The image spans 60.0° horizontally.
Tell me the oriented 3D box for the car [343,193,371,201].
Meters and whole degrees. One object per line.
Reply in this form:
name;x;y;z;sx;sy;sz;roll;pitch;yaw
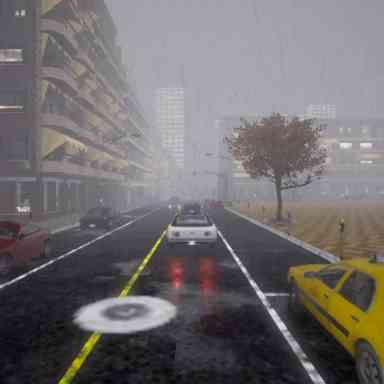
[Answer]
car;32.466;1.081;66.249;4.403;1.369;2.008;-1;1;-1

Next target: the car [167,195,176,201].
car;-5.697;1.615;92.293;2.008;1.369;4.403;0;0;0

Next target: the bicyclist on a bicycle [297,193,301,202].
bicyclist on a bicycle;20.244;1.045;63.138;0.582;1.620;1.656;-1;0;-1

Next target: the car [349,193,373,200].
car;37.918;0.948;74.706;4.313;1.339;1.947;-1;1;-1

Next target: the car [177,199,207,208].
car;0.000;1.574;29.652;1.994;1.385;4.181;0;0;0

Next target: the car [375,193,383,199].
car;43.486;0.846;74.785;4.403;1.369;2.008;-1;1;-1

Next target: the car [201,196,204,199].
car;2.683;1.558;48.816;1.887;1.381;4.507;0;0;0

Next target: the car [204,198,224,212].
car;2.683;1.550;37.764;1.887;1.381;4.507;0;0;0

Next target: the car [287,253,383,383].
car;2.683;1.523;4.774;1.752;1.417;4.829;0;0;0

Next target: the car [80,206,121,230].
car;-5.697;1.564;21.184;1.947;1.339;4.313;0;0;0

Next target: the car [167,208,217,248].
car;0.000;1.615;14.681;1.895;1.301;4.718;0;0;0

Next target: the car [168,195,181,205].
car;-3.001;1.536;59.623;1.882;1.535;5.008;0;0;0

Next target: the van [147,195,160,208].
van;-5.699;1.355;48.817;1.690;1.788;3.998;0;0;0

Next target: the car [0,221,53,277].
car;-5.697;1.579;10.130;1.802;1.307;4.206;0;0;0
